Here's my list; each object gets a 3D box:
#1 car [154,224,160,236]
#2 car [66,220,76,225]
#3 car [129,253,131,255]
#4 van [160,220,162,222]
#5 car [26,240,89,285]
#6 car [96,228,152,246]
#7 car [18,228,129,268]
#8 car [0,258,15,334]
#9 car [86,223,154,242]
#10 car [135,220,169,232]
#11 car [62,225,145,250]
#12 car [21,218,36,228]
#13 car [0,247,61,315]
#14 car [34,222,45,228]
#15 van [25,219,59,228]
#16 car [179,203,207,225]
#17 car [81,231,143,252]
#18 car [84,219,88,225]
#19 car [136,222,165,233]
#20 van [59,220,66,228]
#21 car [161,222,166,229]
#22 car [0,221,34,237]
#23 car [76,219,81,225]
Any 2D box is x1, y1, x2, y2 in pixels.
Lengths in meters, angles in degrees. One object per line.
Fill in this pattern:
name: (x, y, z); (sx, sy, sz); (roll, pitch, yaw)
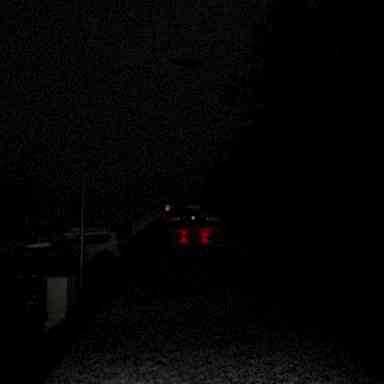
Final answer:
car: (-6.886, 4.587, 37.662); (5.566, 2.045, 2.435); (2, -4, -20)
car: (-23.941, 6.038, 58.930); (5.566, 2.045, 2.435); (1, -4, -20)
car: (-6.874, 3.837, 22.543); (4.792, 1.488, 2.163); (2, -4, -20)
van: (-6.875, 5.643, 52.768); (4.442, 1.987, 1.878); (2, -4, -20)
car: (-6.776, 3.067, 13.533); (4.553, 1.767, 2.185); (2, -4, -20)
car: (-7.075, 4.621, 34.551); (5.366, 1.575, 1.946); (2, -4, -20)
car: (-6.853, 3.351, 19.546); (5.566, 2.045, 2.435); (2, -4, -20)
car: (-6.802, 2.653, 7.481); (4.553, 1.767, 2.185); (2, -4, -20)
car: (-6.917, 4.174, 31.613); (5.566, 2.045, 2.435); (2, -4, -20)
car: (-7.031, 6.021, 58.737); (5.566, 2.045, 2.435); (2, -4, -20)
car: (-6.827, 3.764, 25.599); (5.566, 2.045, 2.435); (2, -4, -20)
car: (-39.746, 7.544, 81.017); (2.435, 2.045, 5.566); (1, -3, -19)
car: (-6.756, 2.861, 10.512); (4.553, 1.767, 2.185); (2, -4, -20)
car: (-23.906, 5.487, 47.096); (4.892, 1.521, 2.231); (1, -4, -20)
van: (-24.046, 5.661, 52.964); (4.442, 1.987, 1.878); (1, -4, -20)
car: (0.084, 1.480, 23.755); (1.812, 1.442, 4.674); (0, 0, 0)
car: (-6.887, 4.221, 28.596); (4.892, 1.521, 2.231); (2, -4, -20)
car: (-24.027, 6.638, 67.752); (5.566, 2.045, 2.435); (1, -4, -20)
car: (-6.965, 5.944, 55.737); (4.553, 1.767, 2.185); (2, -4, -20)
van: (-24.059, 5.861, 55.917); (4.442, 1.987, 1.878); (1, -4, -20)
car: (-6.965, 5.659, 49.692); (4.892, 1.521, 2.231); (2, -4, -20)
car: (-23.923, 5.159, 44.136); (4.553, 1.767, 2.185); (1, -4, -20)
car: (-23.954, 6.239, 61.882); (5.566, 2.045, 2.435); (1, -4, -20)
